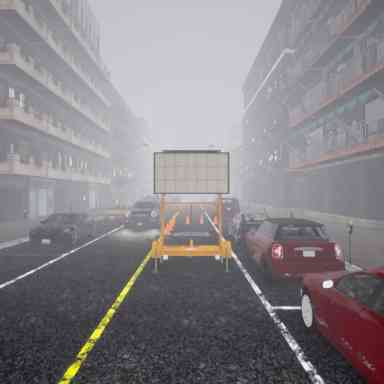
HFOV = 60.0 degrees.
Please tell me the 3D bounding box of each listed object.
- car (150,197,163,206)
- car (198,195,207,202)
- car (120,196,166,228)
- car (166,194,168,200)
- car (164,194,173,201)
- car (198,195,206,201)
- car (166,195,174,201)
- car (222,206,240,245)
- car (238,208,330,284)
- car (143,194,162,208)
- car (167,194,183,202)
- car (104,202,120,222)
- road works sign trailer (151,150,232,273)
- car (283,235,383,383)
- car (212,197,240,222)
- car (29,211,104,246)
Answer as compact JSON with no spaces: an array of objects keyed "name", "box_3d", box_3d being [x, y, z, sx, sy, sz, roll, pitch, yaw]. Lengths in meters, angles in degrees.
[{"name":"car","box_3d":[-5.768,1.570,54.645,1.802,1.307,4.206,0,0,0]},{"name":"car","box_3d":[2.580,1.503,77.368,1.752,1.417,4.829,0,0,0]},{"name":"car","box_3d":[-3.132,1.350,22.244,2.097,1.767,4.553,0,0,0]},{"name":"car","box_3d":[-5.799,1.292,77.190,2.192,1.841,5.009,0,0,0]},{"name":"car","box_3d":[-5.808,1.414,82.826,1.967,1.590,4.097,0,0,0]},{"name":"car","box_3d":[2.564,1.516,88.471,1.887,1.381,4.507,0,0,0]},{"name":"car","box_3d":[-5.816,1.516,88.463,1.887,1.381,4.507,0,0,0]},{"name":"car","box_3d":[2.670,1.550,15.197,2.008,1.369,4.403,0,0,0]},{"name":"car","box_3d":[2.678,1.440,9.562,1.967,1.590,4.097,0,0,0]},{"name":"car","box_3d":[-5.758,1.305,49.008,2.192,1.841,5.009,0,0,0]},{"name":"car","box_3d":[-3.142,1.462,63.373,1.882,1.535,5.008,0,0,0]},{"name":"car","box_3d":[-5.727,1.523,26.292,1.752,1.417,4.829,0,0,0]},{"name":"road works sign trailer","box_3d":[-0.015,0.464,10.690,2.380,3.560,2.880,0,0,0]},{"name":"car","box_3d":[2.686,1.545,3.925,1.887,1.381,4.507,0,0,0]},{"name":"car","box_3d":[2.655,1.312,26.471,2.192,1.841,5.009,0,0,0]},{"name":"car","box_3d":[-5.711,1.565,15.188,1.947,1.339,4.313,0,0,0]}]
